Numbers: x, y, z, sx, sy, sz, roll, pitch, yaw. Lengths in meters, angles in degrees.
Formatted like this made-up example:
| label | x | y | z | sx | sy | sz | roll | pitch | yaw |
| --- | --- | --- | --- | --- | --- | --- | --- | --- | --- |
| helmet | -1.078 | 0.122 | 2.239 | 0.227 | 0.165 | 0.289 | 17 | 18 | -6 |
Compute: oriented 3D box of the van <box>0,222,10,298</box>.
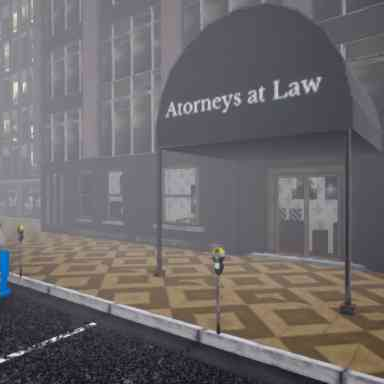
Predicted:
| label | x | y | z | sx | sy | sz | roll | pitch | yaw |
| --- | --- | --- | --- | --- | --- | --- | --- | --- | --- |
| van | -5.327 | 1.341 | 6.698 | 3.998 | 1.788 | 1.690 | 0 | 0 | 36 |
